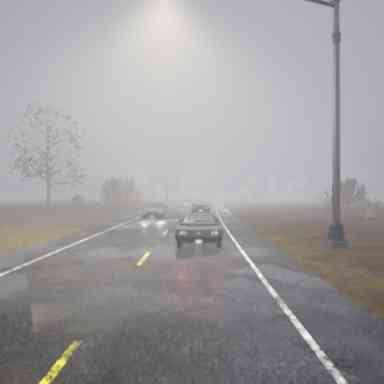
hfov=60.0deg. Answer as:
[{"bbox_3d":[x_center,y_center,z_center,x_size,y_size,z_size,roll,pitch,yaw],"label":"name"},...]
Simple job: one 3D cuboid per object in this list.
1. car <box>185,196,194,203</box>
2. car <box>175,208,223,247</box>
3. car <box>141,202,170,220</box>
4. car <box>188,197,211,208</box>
[{"bbox_3d":[-0.375,1.470,69.156,1.812,1.442,4.674,0,0,5],"label":"car"},{"bbox_3d":[0.311,1.597,14.928,1.895,1.301,4.718,0,0,1],"label":"car"},{"bbox_3d":[-2.983,1.535,28.444,2.033,1.411,5.357,0,0,2],"label":"car"},{"bbox_3d":[0.885,1.517,32.516,1.812,1.442,4.674,0,0,3],"label":"car"}]
